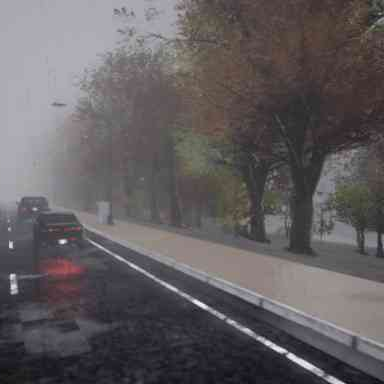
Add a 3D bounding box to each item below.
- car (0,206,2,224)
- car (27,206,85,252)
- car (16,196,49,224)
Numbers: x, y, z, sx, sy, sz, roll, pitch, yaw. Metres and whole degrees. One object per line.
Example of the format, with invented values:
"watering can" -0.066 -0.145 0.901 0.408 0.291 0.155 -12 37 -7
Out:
"car" -16.024 1.505 25.895 2.097 1.767 4.553 0 0 -29
"car" -5.956 1.580 14.473 1.837 1.490 4.892 0 0 -29
"car" -12.701 1.366 26.580 2.150 2.045 5.566 0 0 -29
